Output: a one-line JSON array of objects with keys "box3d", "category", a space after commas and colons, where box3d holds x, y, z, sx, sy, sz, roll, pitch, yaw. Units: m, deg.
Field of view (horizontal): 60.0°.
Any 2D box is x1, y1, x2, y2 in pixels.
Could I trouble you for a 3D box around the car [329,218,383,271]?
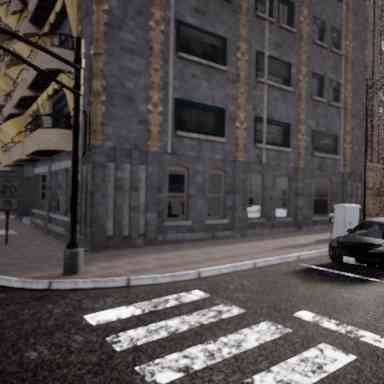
[{"box3d": [6.121, 1.518, 10.445, 4.313, 1.339, 1.947, 0, 1, -35], "category": "car"}]
